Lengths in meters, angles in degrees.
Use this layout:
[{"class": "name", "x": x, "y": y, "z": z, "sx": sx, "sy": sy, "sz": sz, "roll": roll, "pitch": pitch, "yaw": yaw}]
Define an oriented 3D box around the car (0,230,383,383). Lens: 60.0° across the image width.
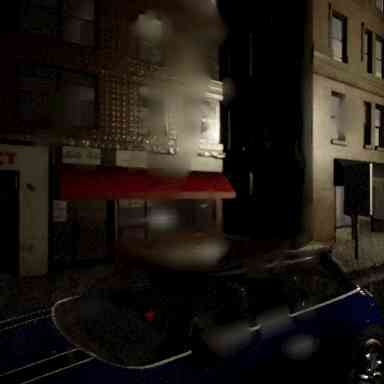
[{"class": "car", "x": -0.097, "y": 1.354, "z": 3.283, "sx": 4.553, "sy": 1.767, "sz": 2.097, "roll": 0, "pitch": 0, "yaw": -35}]
